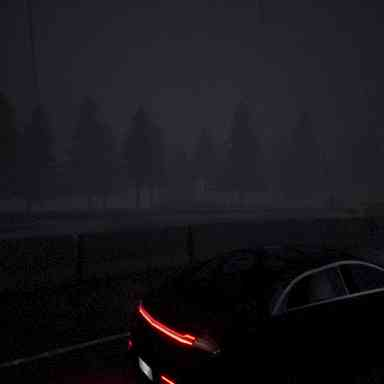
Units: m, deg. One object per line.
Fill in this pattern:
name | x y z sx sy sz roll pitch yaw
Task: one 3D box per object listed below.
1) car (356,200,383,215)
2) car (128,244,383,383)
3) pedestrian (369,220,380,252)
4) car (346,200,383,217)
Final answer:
car | 19.484 1.525 34.026 4.674 1.442 1.812 0 0 -12
car | 1.596 1.491 4.524 4.902 1.511 2.128 0 0 -32
pedestrian | 6.838 1.574 12.501 0.375 1.300 0.375 0 0 -25
car | 16.251 1.477 29.685 5.008 1.535 1.882 0 0 -14
